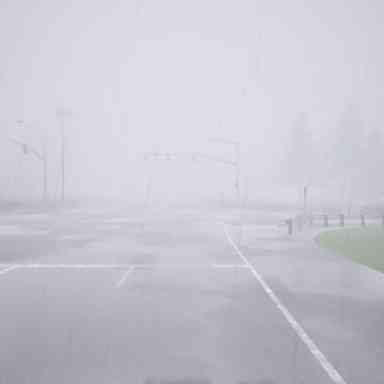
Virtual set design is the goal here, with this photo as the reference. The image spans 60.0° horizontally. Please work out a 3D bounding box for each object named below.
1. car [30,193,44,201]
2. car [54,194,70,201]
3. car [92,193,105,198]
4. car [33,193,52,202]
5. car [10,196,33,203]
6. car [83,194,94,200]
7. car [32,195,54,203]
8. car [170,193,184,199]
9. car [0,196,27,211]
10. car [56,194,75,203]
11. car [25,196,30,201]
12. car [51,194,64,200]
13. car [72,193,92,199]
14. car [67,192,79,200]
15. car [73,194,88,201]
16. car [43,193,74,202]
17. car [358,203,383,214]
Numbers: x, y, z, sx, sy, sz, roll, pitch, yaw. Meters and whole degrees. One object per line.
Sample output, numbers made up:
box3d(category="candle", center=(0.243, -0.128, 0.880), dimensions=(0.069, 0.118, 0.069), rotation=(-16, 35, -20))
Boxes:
box3d(category="car", center=(-24.667, 1.274, 54.481), dimensions=(2.128, 1.511, 4.902), rotation=(0, 0, 0))
box3d(category="car", center=(-28.183, 1.205, 72.273), dimensions=(1.837, 1.490, 4.892), rotation=(0, 0, -3))
box3d(category="car", center=(-21.187, 1.060, 72.305), dimensions=(2.097, 1.767, 4.553), rotation=(0, 0, 0))
box3d(category="car", center=(-31.659, 1.068, 70.586), dimensions=(2.097, 1.767, 4.553), rotation=(0, 0, 0))
box3d(category="car", center=(-31.603, 1.352, 61.692), dimensions=(1.895, 1.301, 4.718), rotation=(0, 0, 0))
box3d(category="car", center=(-26.468, 1.189, 84.909), dimensions=(2.033, 1.411, 5.357), rotation=(0, 0, -10))
box3d(category="car", center=(-28.114, 1.253, 62.847), dimensions=(1.837, 1.490, 4.892), rotation=(0, 0, 0))
box3d(category="car", center=(-3.923, 0.959, 95.196), dimensions=(2.097, 1.767, 4.553), rotation=(0, 0, -18))
box3d(category="car", center=(-21.160, 1.458, 37.710), dimensions=(1.895, 1.301, 4.718), rotation=(0, 0, 0))
box3d(category="car", center=(-24.609, 1.215, 64.985), dimensions=(1.882, 1.535, 5.008), rotation=(0, 0, 0))
box3d(category="car", center=(-28.161, 1.342, 51.995), dimensions=(2.033, 1.411, 5.357), rotation=(0, 0, 1))
box3d(category="car", center=(-32.827, 1.190, 81.209), dimensions=(2.128, 1.511, 4.902), rotation=(0, 0, -10))
box3d(category="car", center=(-21.139, 1.224, 62.959), dimensions=(1.882, 1.535, 5.008), rotation=(0, 0, 1))
box3d(category="car", center=(-29.500, 1.016, 82.393), dimensions=(2.097, 1.767, 4.553), rotation=(0, 0, -10))
box3d(category="car", center=(-24.843, 1.173, 74.528), dimensions=(1.882, 1.535, 5.008), rotation=(0, 0, -3))
box3d(category="car", center=(-21.176, 1.338, 52.879), dimensions=(2.033, 1.411, 5.357), rotation=(0, 0, 0))
box3d(category="car", center=(17.364, 1.386, 29.346), dimensions=(4.902, 1.511, 2.128), rotation=(0, 0, 8))
